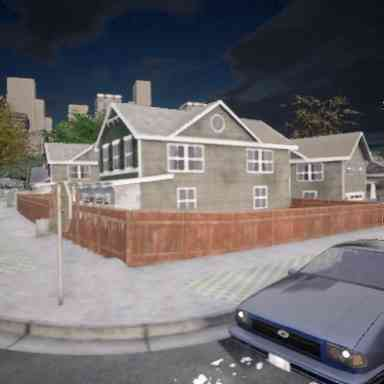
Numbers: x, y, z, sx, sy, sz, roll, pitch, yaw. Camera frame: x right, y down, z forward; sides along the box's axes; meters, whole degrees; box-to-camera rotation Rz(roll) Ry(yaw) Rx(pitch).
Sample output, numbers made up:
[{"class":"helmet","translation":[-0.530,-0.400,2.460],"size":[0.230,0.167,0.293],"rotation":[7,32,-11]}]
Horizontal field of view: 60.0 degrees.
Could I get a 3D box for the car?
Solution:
[{"class":"car","translation":[3.058,1.550,5.473],"size":[5.357,1.411,2.033],"rotation":[0,0,-39]}]
